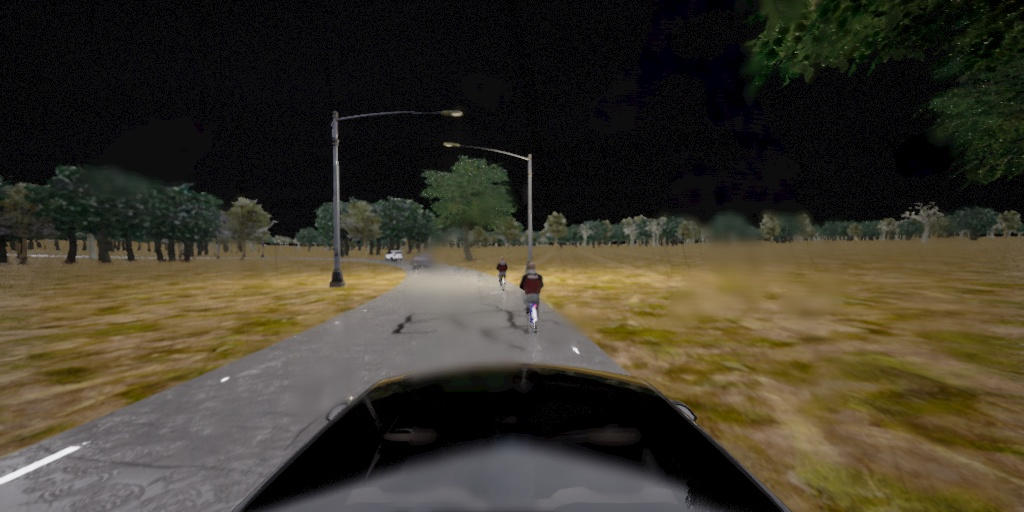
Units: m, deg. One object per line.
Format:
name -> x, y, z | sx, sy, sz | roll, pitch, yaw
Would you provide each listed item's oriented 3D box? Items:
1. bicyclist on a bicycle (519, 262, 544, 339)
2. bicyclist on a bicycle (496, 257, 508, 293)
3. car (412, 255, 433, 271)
bicyclist on a bicycle -> 0.470, 1.031, 8.822 | 0.659, 1.776, 1.843 | 0, 1, -4
bicyclist on a bicycle -> -0.505, 0.920, 17.889 | 0.659, 1.776, 1.843 | 0, 1, -8
car -> -9.951, 0.813, 39.458 | 2.033, 1.411, 5.357 | -2, 1, -20
